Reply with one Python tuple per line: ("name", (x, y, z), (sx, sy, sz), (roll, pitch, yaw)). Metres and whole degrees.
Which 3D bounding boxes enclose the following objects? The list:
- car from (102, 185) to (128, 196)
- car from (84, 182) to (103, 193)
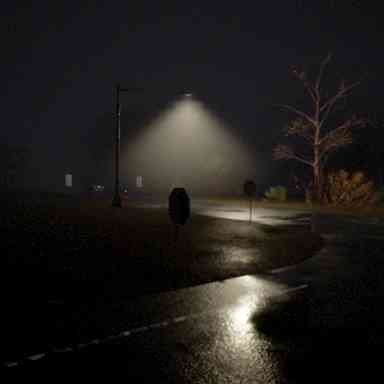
("car", (-11.843, -0.131, 51.731), (1.895, 1.301, 4.718), (0, 2, -36))
("car", (-17.660, -0.832, 59.855), (2.150, 2.045, 5.566), (0, 2, -36))
